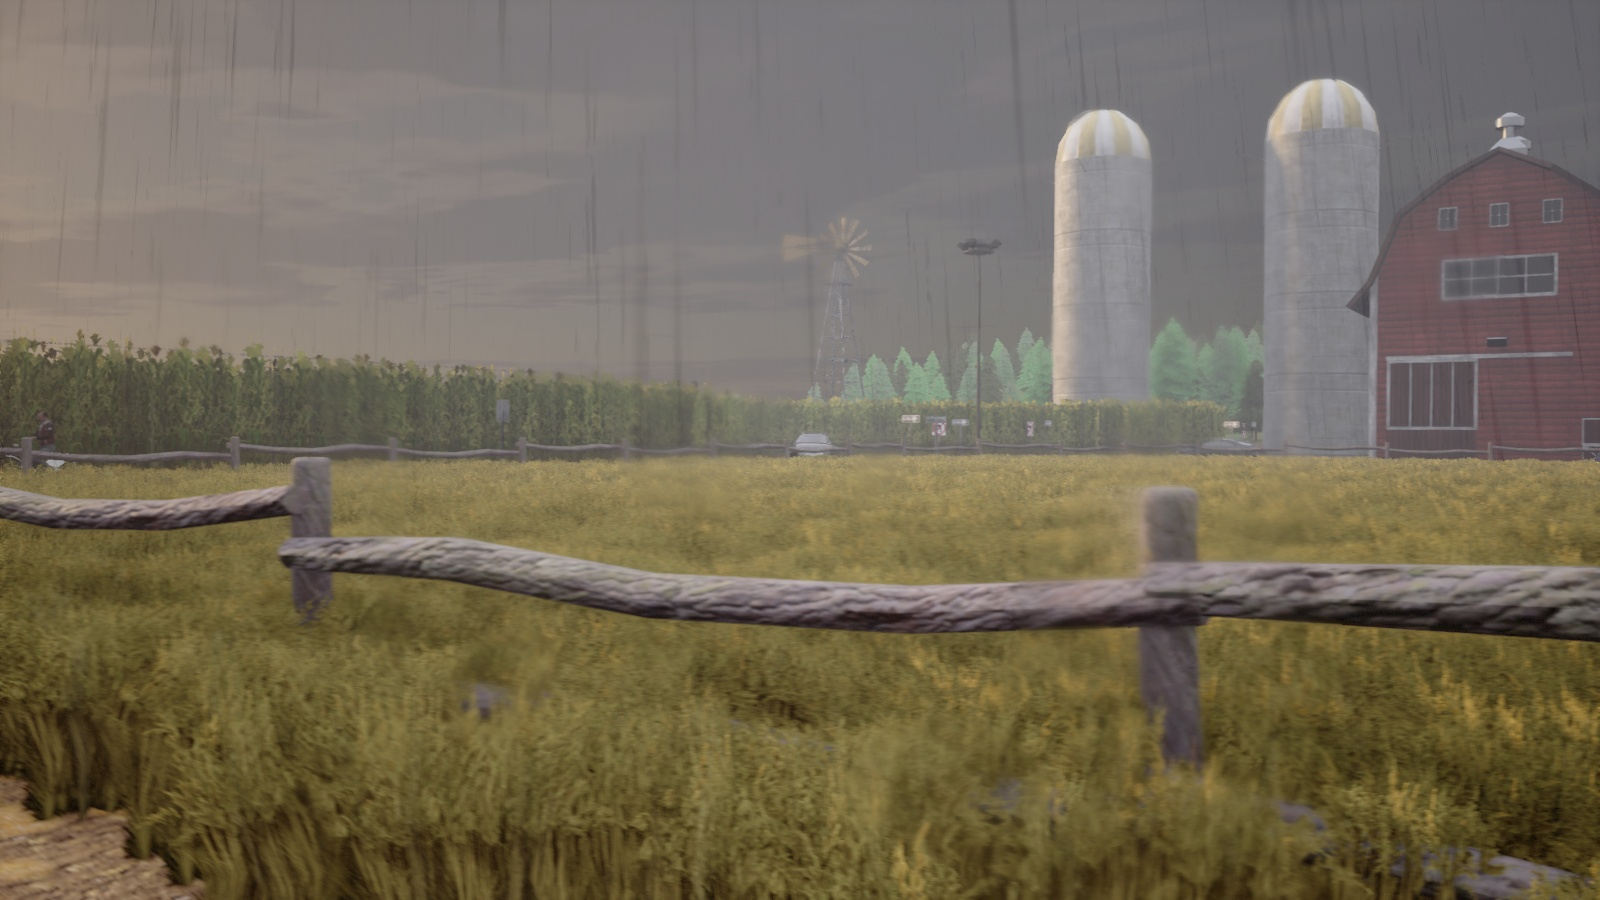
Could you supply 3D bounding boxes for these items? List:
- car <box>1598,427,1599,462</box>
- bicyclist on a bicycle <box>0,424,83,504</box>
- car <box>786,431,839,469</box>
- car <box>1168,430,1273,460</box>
[{"bbox_3d":[34.697,-0.243,50.196,4.674,1.442,1.812,0,1,30],"label":"car"},{"bbox_3d":[-17.616,0.306,28.874,0.659,1.776,1.843,0,0,34],"label":"bicyclist on a bicycle"},{"bbox_3d":[0.624,-0.032,57.489,2.033,1.649,4.856,0,1,5],"label":"car"},{"bbox_3d":[21.078,-0.240,63.064,1.812,1.442,4.674,-2,1,-44],"label":"car"}]
